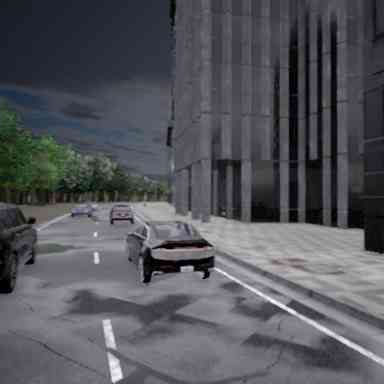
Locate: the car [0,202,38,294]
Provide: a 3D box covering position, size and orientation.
[{"bbox_3d":[-5.536,1.272,8.751,2.150,2.045,5.566,1,-1,-17],"label":"car"}]

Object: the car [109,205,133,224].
[{"bbox_3d":[-5.809,1.775,27.410,2.033,1.411,5.357,1,0,-14],"label":"car"}]

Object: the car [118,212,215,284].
[{"bbox_3d":[-0.852,1.602,10.090,2.128,1.511,4.902,1,-1,-18],"label":"car"}]

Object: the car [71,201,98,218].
[{"bbox_3d":[-10.951,1.771,33.372,2.033,1.411,5.357,1,0,-13],"label":"car"}]
